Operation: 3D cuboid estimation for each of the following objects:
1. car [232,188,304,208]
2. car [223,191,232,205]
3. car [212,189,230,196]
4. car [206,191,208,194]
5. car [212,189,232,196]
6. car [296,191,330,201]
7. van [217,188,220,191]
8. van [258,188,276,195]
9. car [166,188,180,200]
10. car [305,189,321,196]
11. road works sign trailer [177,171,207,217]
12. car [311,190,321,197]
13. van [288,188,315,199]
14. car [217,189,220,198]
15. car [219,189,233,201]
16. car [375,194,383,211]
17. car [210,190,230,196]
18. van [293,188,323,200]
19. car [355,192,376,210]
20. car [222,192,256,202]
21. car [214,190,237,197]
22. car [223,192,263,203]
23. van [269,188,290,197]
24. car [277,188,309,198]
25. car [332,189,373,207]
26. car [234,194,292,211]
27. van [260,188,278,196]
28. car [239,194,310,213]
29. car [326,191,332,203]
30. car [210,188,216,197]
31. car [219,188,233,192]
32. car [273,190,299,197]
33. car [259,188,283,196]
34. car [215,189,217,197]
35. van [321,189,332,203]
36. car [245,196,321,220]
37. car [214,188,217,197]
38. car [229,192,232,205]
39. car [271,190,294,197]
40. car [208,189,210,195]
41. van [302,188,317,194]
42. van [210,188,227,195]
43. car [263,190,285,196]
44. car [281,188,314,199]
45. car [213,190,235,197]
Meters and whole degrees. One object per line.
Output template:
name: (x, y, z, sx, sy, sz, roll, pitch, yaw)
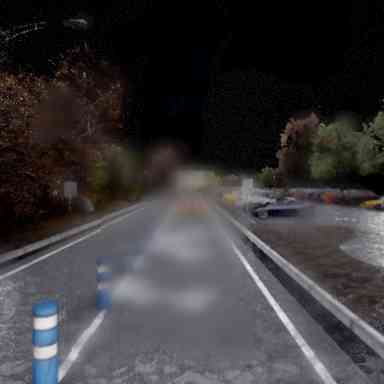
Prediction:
car: (6.875, 0.869, 30.676, 5.566, 2.045, 2.435, 0, 1, 0)
car: (6.731, 0.932, 39.010, 5.366, 1.575, 1.946, 0, 1, 0)
car: (7.256, 0.120, 83.408, 4.553, 1.767, 2.185, 0, 1, 0)
car: (7.409, -0.157, 94.510, 5.566, 2.045, 2.435, 0, 1, 0)
car: (7.233, 0.158, 80.633, 4.553, 1.767, 2.185, 0, 1, 0)
car: (20.139, 0.618, 55.476, 5.008, 1.535, 2.097, 0, 1, 0)
van: (7.195, 0.360, 58.423, 4.442, 1.987, 1.878, 0, 1, 0)
van: (20.552, -0.097, 91.480, 4.442, 1.987, 1.878, 0, 1, 0)
car: (-3.210, 0.323, 58.432, 2.150, 2.045, 5.566, 0, 1, 1)
car: (20.117, 0.732, 49.939, 4.792, 1.488, 2.163, 0, 1, 0)
road works sign trailer: (-0.019, 0.087, 26.540, 2.380, 3.560, 2.880, 0, 1, 0)
car: (20.095, 0.780, 47.300, 4.792, 1.488, 2.163, 0, 1, 0)
van: (20.064, 0.317, 61.013, 4.442, 1.987, 1.878, 0, 1, 0)
car: (7.085, 0.653, 55.651, 4.792, 1.488, 2.163, 0, 1, 0)
car: (6.778, 0.808, 44.682, 5.366, 1.575, 1.946, 0, 1, 0)
car: (19.923, 1.155, 30.561, 4.674, 1.452, 2.002, 0, 1, 0)
car: (7.305, 0.208, 86.186, 5.008, 1.535, 2.097, 0, 1, 0)
van: (20.274, 0.355, 58.241, 4.442, 1.987, 1.878, 0, 1, 0)
car: (19.763, 1.050, 33.331, 5.366, 1.575, 1.946, 0, 1, 0)
car: (7.003, 0.709, 50.099, 4.892, 1.521, 2.231, 0, 1, 0)
car: (7.201, 0.398, 72.306, 4.892, 1.521, 2.231, 0, 1, 0)
car: (7.171, 0.754, 47.331, 5.366, 1.575, 1.946, 0, 1, 0)
van: (20.437, 0.090, 77.756, 4.442, 1.987, 1.878, 0, 1, 0)
car: (20.199, 0.217, 66.551, 5.566, 2.045, 2.435, 0, 1, 0)
car: (20.024, 0.679, 38.862, 5.566, 2.045, 2.435, 0, 1, 0)
car: (7.055, 1.056, 33.456, 5.366, 1.575, 1.946, 0, 1, 0)
van: (20.530, -0.061, 88.835, 4.442, 1.987, 1.878, 0, 1, 0)
car: (6.829, 1.182, 27.907, 5.008, 1.535, 2.097, 0, 1, 0)
car: (19.990, 0.898, 41.637, 4.792, 1.488, 2.163, 0, 1, 0)
car: (6.986, 0.432, 69.532, 5.366, 1.575, 1.946, 0, 1, 0)
car: (7.063, 0.538, 52.876, 4.553, 1.767, 2.185, 0, 1, 0)
car: (20.268, 0.392, 72.095, 5.008, 1.535, 2.097, 0, 1, 0)
car: (20.362, -0.049, 86.066, 5.566, 2.045, 2.435, 0, 1, 0)
car: (7.073, 0.577, 61.204, 4.792, 1.488, 2.163, 0, 1, 0)
van: (20.159, 0.580, 44.524, 4.442, 1.987, 1.878, 0, 1, 0)
car: (6.771, 1.274, 25.133, 4.792, 1.488, 2.163, 0, 1, 0)
car: (7.096, 0.540, 63.980, 4.792, 1.488, 2.163, 0, 1, 0)
car: (6.899, 0.998, 36.234, 4.892, 1.521, 2.231, 0, 1, 0)
car: (20.300, 0.393, 74.990, 4.674, 1.452, 2.002, 0, 1, 0)
car: (7.056, 0.318, 77.860, 5.366, 1.575, 1.946, 0, 1, 0)
van: (20.002, 0.433, 52.688, 4.442, 1.987, 1.878, 0, 1, 0)
van: (7.240, -0.093, 91.735, 4.442, 1.987, 1.878, 0, 1, 0)
car: (20.360, 0.242, 83.174, 5.008, 1.535, 2.097, 0, 1, 0)
car: (20.175, 0.254, 63.781, 5.566, 2.045, 2.435, 0, 1, 0)
car: (7.212, 0.360, 75.082, 4.892, 1.521, 2.231, 0, 1, 0)
